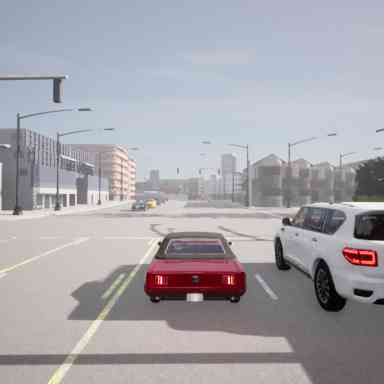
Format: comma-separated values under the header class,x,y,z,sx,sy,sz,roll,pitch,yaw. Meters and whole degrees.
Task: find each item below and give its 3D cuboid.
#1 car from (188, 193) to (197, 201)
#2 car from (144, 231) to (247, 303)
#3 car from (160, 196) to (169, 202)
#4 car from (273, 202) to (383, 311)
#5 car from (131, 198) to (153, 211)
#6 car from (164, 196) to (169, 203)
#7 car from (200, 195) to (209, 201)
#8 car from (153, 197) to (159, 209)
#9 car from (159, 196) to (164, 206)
class,x,y,z,sx,sy,sz,roll,pitch,yaw
car,0.020,1.389,88.887,2.150,2.045,5.566,0,-1,0
car,0.071,1.617,8.211,1.895,1.301,4.718,0,0,0
car,-6.981,1.680,85.319,1.812,1.442,4.674,0,0,0
car,3.565,1.234,7.919,2.150,2.045,5.566,0,0,0
car,-7.083,1.855,45.895,2.128,1.511,4.902,0,-1,0
car,-6.984,1.741,75.067,2.128,1.511,4.902,0,1,0
car,3.520,1.523,89.240,2.097,1.767,4.553,0,-1,0
car,-7.071,1.893,55.384,1.882,1.535,5.008,0,0,0
car,-7.024,1.863,64.921,1.837,1.490,4.892,0,1,0
